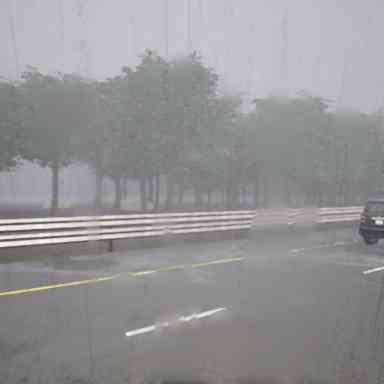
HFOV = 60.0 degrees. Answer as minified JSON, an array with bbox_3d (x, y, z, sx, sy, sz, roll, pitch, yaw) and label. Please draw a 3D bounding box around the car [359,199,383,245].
[{"bbox_3d":[9.755,1.337,14.978,5.566,2.045,2.150,0,0,-35],"label":"car"}]
